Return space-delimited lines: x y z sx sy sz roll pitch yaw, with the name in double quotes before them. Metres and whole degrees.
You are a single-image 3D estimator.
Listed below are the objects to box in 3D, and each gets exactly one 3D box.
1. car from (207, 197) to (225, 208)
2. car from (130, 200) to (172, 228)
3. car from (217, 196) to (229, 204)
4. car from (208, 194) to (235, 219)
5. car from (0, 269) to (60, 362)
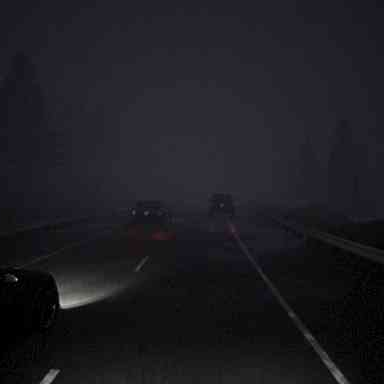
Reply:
"car" 3.393 1.442 46.440 2.033 1.411 5.357 0 0 9
"car" -2.557 1.299 21.893 2.097 1.767 4.553 0 0 4
"car" 5.820 1.461 61.703 1.895 1.301 4.718 0 0 10
"car" 2.584 1.159 28.902 2.150 2.045 5.566 0 0 5
"car" -3.312 1.552 4.134 1.994 1.385 4.181 0 0 1
